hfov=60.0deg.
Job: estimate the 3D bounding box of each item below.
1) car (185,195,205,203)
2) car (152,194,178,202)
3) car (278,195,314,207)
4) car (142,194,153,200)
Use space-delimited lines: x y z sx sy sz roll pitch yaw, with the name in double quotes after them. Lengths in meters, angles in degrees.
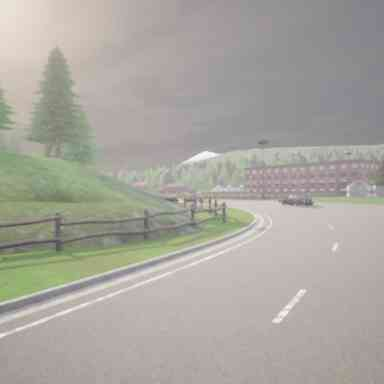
0.416 1.213 60.123 1.994 1.385 4.181 -1 0 -38 "car"
-4.710 1.297 61.156 1.895 1.301 4.718 -1 0 -41 "car"
13.703 1.156 44.093 2.033 1.411 5.357 -1 0 -20 "car"
-10.267 1.130 78.561 1.882 1.535 5.008 -1 0 -40 "car"
